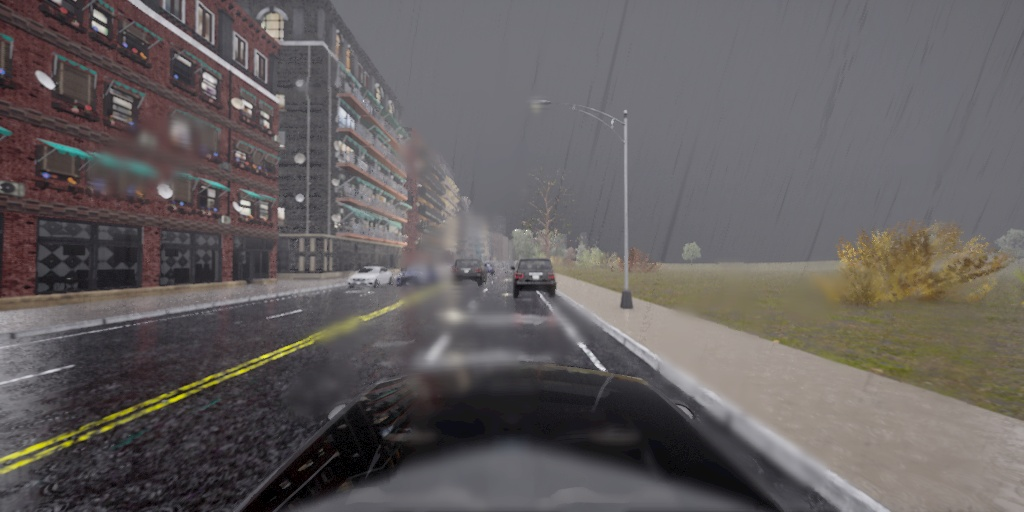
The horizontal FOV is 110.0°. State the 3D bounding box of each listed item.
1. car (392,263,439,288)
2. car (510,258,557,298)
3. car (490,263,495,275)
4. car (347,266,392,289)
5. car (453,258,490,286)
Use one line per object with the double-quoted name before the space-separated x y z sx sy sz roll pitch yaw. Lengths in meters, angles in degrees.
"car" -6.624 1.292 25.597 2.097 1.767 4.553 0 0 0
"car" 1.120 1.117 19.499 2.150 2.045 5.566 0 0 0
"car" -3.192 1.616 44.949 1.812 1.442 4.674 0 0 0
"car" -9.873 1.464 25.368 1.812 1.442 4.674 0 0 0
"car" -3.175 1.179 27.653 2.150 2.045 5.566 0 0 0
